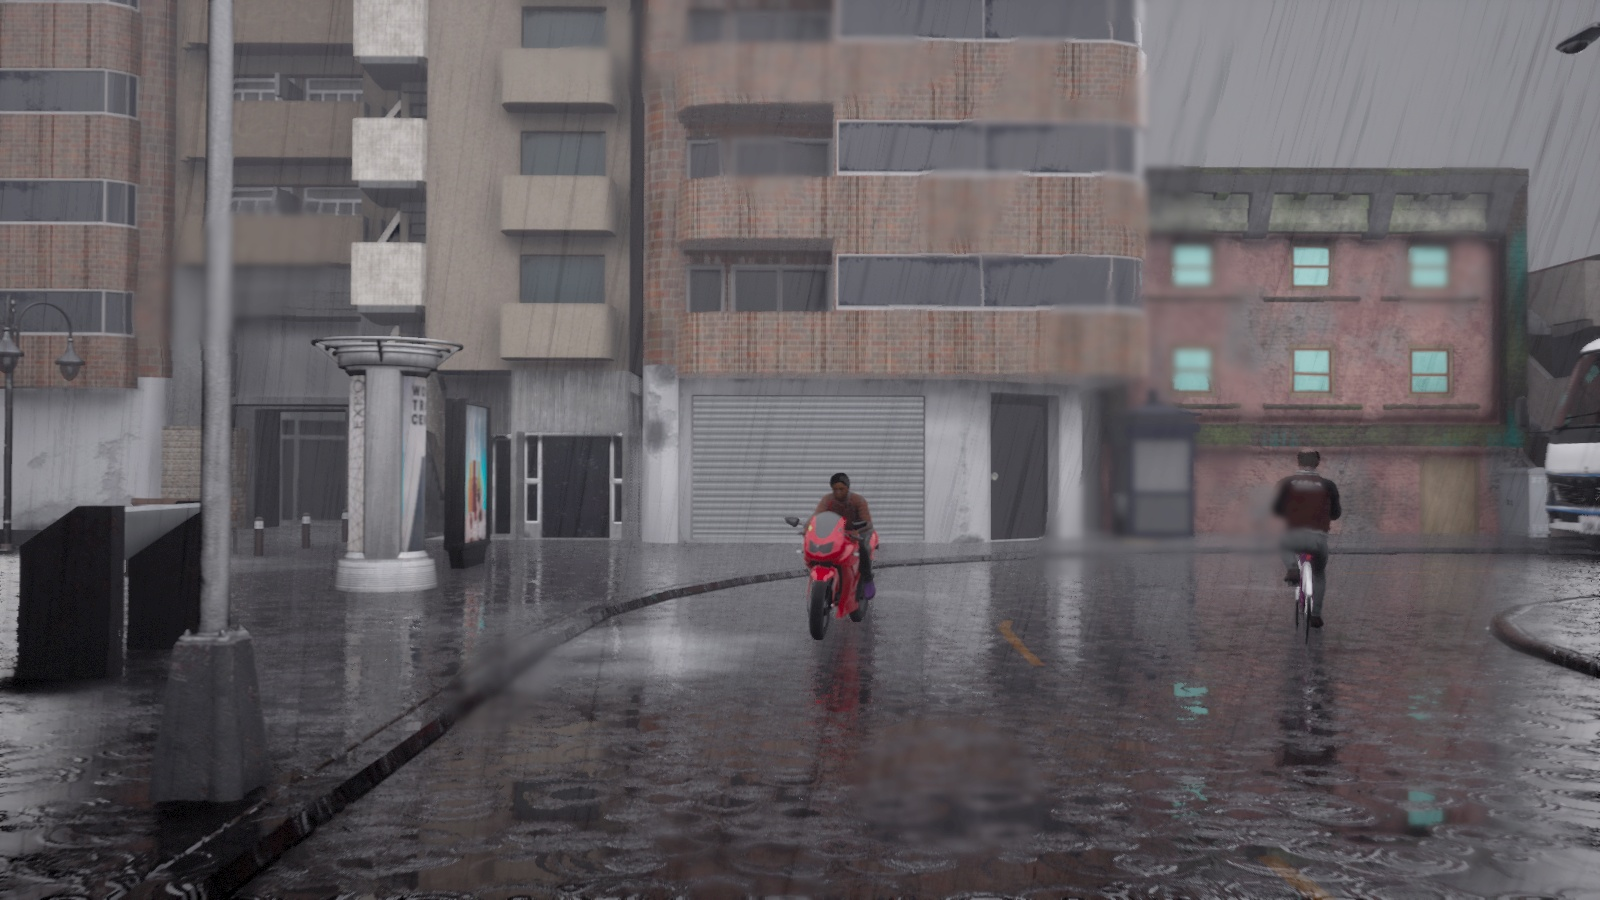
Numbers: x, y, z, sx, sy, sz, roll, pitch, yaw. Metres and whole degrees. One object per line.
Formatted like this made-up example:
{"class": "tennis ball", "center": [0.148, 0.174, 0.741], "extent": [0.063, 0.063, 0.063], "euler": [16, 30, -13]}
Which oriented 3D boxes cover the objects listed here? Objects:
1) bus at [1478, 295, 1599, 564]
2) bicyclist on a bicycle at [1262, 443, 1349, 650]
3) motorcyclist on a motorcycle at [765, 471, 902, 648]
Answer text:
{"class": "bus", "center": [17.765, -0.322, 21.367], "extent": [10.273, 4.253, 3.944], "euler": [0, -1, 0]}
{"class": "bicyclist on a bicycle", "center": [4.729, 0.838, 11.826], "extent": [0.659, 1.776, 1.843], "euler": [1, 0, 20]}
{"class": "motorcyclist on a motorcycle", "center": [0.368, 0.971, 12.021], "extent": [0.797, 1.523, 2.044], "euler": [1, 0, 16]}
